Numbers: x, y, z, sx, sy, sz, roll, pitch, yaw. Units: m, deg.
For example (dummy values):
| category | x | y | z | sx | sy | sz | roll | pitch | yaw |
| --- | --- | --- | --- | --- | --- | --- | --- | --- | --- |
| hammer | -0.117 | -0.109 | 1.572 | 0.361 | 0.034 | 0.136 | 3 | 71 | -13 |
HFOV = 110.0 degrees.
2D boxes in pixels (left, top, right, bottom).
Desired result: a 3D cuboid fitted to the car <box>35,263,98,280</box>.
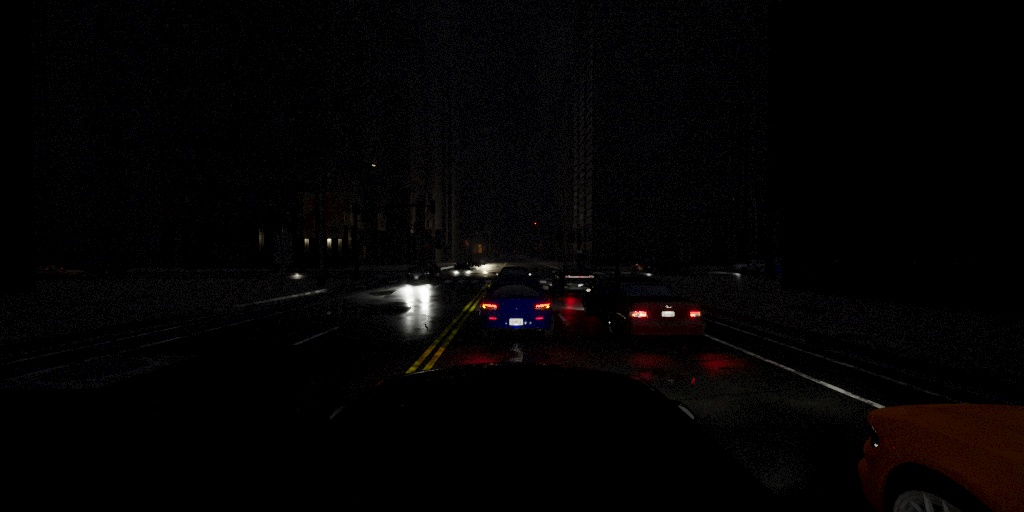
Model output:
| category | x | y | z | sx | sy | sz | roll | pitch | yaw |
| --- | --- | --- | --- | --- | --- | --- | --- | --- | --- |
| car | -40.841 | 1.451 | 32.172 | 4.829 | 1.417 | 1.751 | 0 | 0 | 0 |

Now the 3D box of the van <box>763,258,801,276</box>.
| category | x | y | z | sx | sy | sz | roll | pitch | yaw |
| --- | --- | --- | --- | --- | --- | --- | --- | --- | --- |
| van | 27.510 | 1.086 | 35.260 | 3.998 | 1.789 | 1.690 | 0 | 0 | 0 |

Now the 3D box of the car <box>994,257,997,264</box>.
| category | x | y | z | sx | sy | sz | roll | pitch | yaw |
| --- | --- | --- | --- | --- | --- | --- | --- | --- | --- |
| car | 49.272 | 1.046 | 35.143 | 5.009 | 1.841 | 2.192 | 0 | 0 | 0 |

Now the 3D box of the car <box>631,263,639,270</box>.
| category | x | y | z | sx | sy | sz | roll | pitch | yaw |
| --- | --- | --- | --- | --- | --- | --- | --- | --- | --- |
| car | 16.672 | 1.071 | 43.843 | 4.097 | 1.591 | 1.967 | 0 | 0 | 0 |

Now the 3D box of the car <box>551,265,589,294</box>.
| category | x | y | z | sx | sy | sz | roll | pitch | yaw |
| --- | --- | --- | --- | --- | --- | --- | --- | --- | --- |
| car | 3.340 | 1.230 | 19.980 | 2.128 | 1.511 | 4.902 | 0 | 0 | 0 |

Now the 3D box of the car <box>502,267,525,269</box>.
| category | x | y | z | sx | sy | sz | roll | pitch | yaw |
| --- | --- | --- | --- | --- | --- | --- | --- | --- | --- |
| car | 0.088 | 1.286 | 19.706 | 2.033 | 1.411 | 5.357 | 0 | 0 | 0 |

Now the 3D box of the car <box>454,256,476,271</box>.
| category | x | y | z | sx | sy | sz | roll | pitch | yaw |
| --- | --- | --- | --- | --- | --- | --- | --- | --- | --- |
| car | -6.605 | 1.068 | 48.793 | 2.097 | 1.767 | 4.553 | 0 | 0 | 0 |

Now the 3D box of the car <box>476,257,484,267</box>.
| category | x | y | z | sx | sy | sz | roll | pitch | yaw |
| --- | --- | --- | --- | --- | --- | --- | --- | --- | --- |
| car | -6.580 | 1.188 | 63.042 | 1.882 | 1.535 | 5.008 | 0 | 0 | 0 |

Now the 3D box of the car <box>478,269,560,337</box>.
| category | x | y | z | sx | sy | sz | roll | pitch | yaw |
| --- | --- | --- | --- | --- | --- | --- | --- | --- | --- |
| car | 0.089 | 1.272 | 10.132 | 1.812 | 1.442 | 4.674 | 0 | 0 | 0 |

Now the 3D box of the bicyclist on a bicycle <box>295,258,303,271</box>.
| category | x | y | z | sx | sy | sz | roll | pitch | yaw |
| --- | --- | --- | --- | --- | --- | --- | --- | --- | --- |
| bicyclist on a bicycle | -25.898 | 1.003 | 43.563 | 0.582 | 1.620 | 1.656 | 0 | 1 | 0 |

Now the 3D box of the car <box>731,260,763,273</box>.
| category | x | y | z | sx | sy | sz | roll | pitch | yaw |
| --- | --- | --- | --- | --- | --- | --- | --- | --- | --- |
| car | 27.643 | 1.184 | 41.095 | 4.674 | 1.442 | 1.812 | 0 | 1 | 0 |

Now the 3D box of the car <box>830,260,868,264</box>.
| category | x | y | z | sx | sy | sz | roll | pitch | yaw |
| --- | --- | --- | --- | --- | --- | --- | --- | --- | --- |
| car | 32.952 | 1.321 | 35.231 | 4.207 | 1.307 | 1.802 | 0 | 0 | 0 |

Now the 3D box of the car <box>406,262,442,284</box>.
| category | x | y | z | sx | sy | sz | roll | pitch | yaw |
| --- | --- | --- | --- | --- | --- | --- | --- | --- | --- |
| car | -6.605 | 1.224 | 27.230 | 2.128 | 1.511 | 4.902 | 0 | 0 | 0 |

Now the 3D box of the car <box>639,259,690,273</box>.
| category | x | y | z | sx | sy | sz | roll | pitch | yaw |
| --- | --- | --- | --- | --- | --- | --- | --- | --- | --- |
| car | 17.703 | 1.148 | 41.164 | 5.008 | 1.535 | 1.882 | 0 | 1 | 0 |

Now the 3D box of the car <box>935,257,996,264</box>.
| category | x | y | z | sx | sy | sz | roll | pitch | yaw |
| --- | --- | --- | --- | --- | --- | --- | --- | --- | --- |
| car | 43.831 | 1.169 | 35.172 | 4.097 | 1.591 | 1.967 | 0 | 0 | 0 |

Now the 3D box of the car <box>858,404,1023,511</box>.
| category | x | y | z | sx | sy | sz | roll | pitch | yaw |
| --- | --- | --- | --- | --- | --- | --- | --- | --- | --- |
| car | 3.350 | 1.228 | 0.407 | 1.882 | 1.535 | 5.008 | 0 | 0 | 0 |

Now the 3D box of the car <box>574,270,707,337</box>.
| category | x | y | z | sx | sy | sz | roll | pitch | yaw |
| --- | --- | --- | --- | --- | --- | --- | --- | --- | --- |
| car | 3.347 | 1.294 | 10.232 | 2.033 | 1.411 | 5.357 | 0 | 0 | 0 |

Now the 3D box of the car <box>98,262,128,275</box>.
| category | x | y | z | sx | sy | sz | roll | pitch | yaw |
| --- | --- | --- | --- | --- | --- | --- | --- | --- | --- |
| car | -46.437 | 1.364 | 40.692 | 4.507 | 1.381 | 1.888 | 0 | 0 | 0 |
